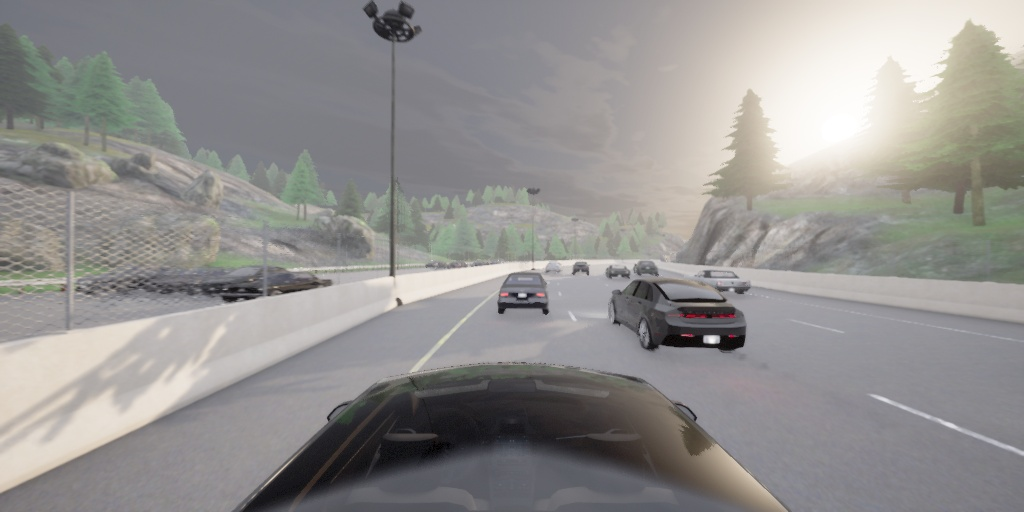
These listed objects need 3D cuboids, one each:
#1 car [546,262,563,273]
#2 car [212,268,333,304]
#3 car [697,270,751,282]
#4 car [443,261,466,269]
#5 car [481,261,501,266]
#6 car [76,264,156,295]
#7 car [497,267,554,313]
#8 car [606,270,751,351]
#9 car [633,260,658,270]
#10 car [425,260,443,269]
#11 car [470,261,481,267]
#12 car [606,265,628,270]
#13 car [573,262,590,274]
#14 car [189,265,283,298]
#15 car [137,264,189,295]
[{"bbox_3d":[5.477,1.428,46.354,1.812,1.442,4.674,0,0,14],"label":"car"},{"bbox_3d":[-10.041,1.347,15.736,1.895,1.301,4.718,0,0,4],"label":"car"},{"bbox_3d":[11.633,1.457,20.791,1.895,1.301,4.718,0,0,6],"label":"car"},{"bbox_3d":[-9.205,1.440,59.902,1.994,1.385,4.181,0,0,16],"label":"car"},{"bbox_3d":[-2.881,1.459,56.576,1.994,1.385,4.181,0,0,16],"label":"car"},{"bbox_3d":[-20.246,1.204,19.571,2.128,1.511,4.902,0,0,5],"label":"car"},{"bbox_3d":[0.517,1.336,14.198,2.033,1.411,5.357,0,0,4],"label":"car"},{"bbox_3d":[3.813,1.295,9.100,1.837,1.490,4.892,0,0,2],"label":"car"},{"bbox_3d":[14.749,1.276,39.712,2.097,1.767,4.553,0,0,13],"label":"car"},{"bbox_3d":[-12.682,1.411,60.563,2.033,1.411,5.357,0,0,16],"label":"car"},{"bbox_3d":[-5.479,1.457,60.176,1.994,1.385,4.181,0,0,17],"label":"car"},{"bbox_3d":[10.056,1.489,34.394,1.895,1.301,4.718,0,0,10],"label":"car"},{"bbox_3d":[8.453,1.414,43.627,1.837,1.490,4.892,0,0,13],"label":"car"},{"bbox_3d":[-13.303,1.218,18.611,1.882,1.535,5.008,0,0,5],"label":"car"},{"bbox_3d":[-16.737,1.276,19.882,2.033,1.411,5.357,0,0,5],"label":"car"}]
